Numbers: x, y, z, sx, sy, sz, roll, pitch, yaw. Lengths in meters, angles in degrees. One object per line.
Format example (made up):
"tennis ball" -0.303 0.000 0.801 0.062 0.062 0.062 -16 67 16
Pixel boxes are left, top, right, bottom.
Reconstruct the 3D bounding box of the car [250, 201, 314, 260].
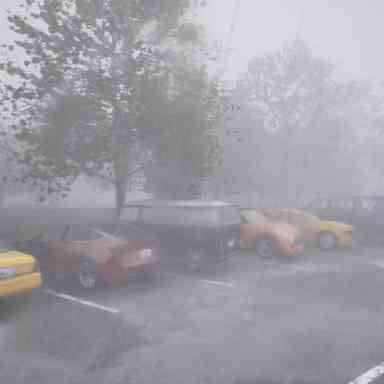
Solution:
"car" 1.839 1.355 12.516 4.553 1.767 2.185 -1 -1 35

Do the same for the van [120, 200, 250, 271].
"van" -0.650 1.259 10.840 4.442 1.987 1.878 -1 0 35

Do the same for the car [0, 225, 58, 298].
"car" -5.532 1.484 7.450 5.366 1.575 1.946 -1 -1 34

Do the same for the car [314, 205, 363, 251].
"car" 4.275 1.476 14.223 5.008 1.535 2.097 -1 -1 35

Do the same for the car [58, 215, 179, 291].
"car" -2.989 1.515 9.076 4.792 1.488 2.163 -1 -1 34

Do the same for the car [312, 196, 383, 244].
"car" 6.660 1.219 15.949 5.566 2.045 2.435 -1 0 34
